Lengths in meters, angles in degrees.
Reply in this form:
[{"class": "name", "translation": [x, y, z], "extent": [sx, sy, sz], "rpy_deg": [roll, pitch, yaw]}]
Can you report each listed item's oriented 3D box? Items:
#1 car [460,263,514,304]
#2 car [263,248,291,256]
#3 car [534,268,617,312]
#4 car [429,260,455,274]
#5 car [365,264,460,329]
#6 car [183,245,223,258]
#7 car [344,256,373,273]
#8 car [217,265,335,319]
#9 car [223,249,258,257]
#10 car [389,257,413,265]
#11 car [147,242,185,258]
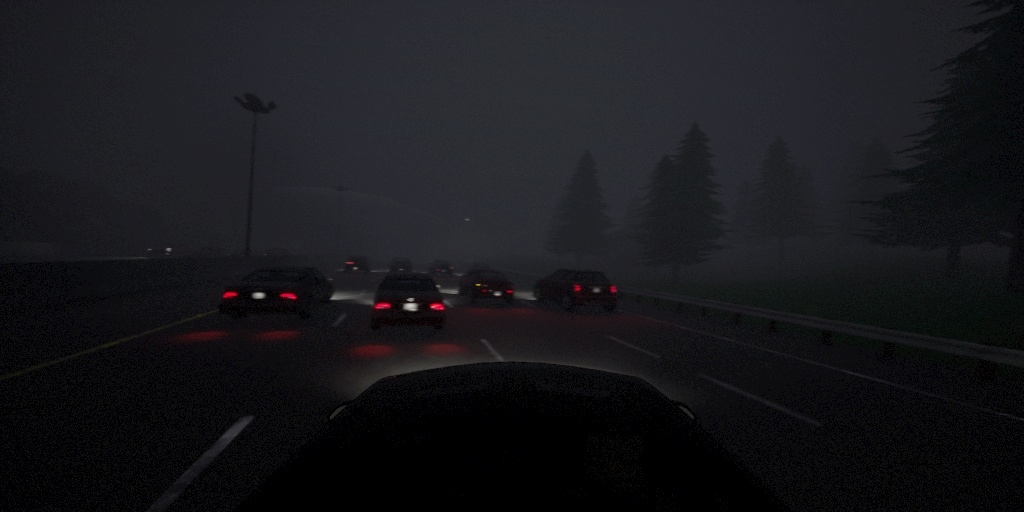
[{"class": "car", "translation": [-1.253, 1.284, 16.413], "extent": [1.812, 1.442, 4.674], "rpy_deg": [3, 0, -18]}, {"class": "car", "translation": [-28.333, -0.261, 43.415], "extent": [1.882, 1.535, 5.008], "rpy_deg": [3, 0, -18]}, {"class": "car", "translation": [2.622, 1.314, 15.808], "extent": [2.097, 1.767, 4.553], "rpy_deg": [3, 0, -17]}, {"class": "car", "translation": [-6.556, 1.088, 33.010], "extent": [1.812, 1.442, 4.674], "rpy_deg": [3, 0, -18]}, {"class": "car", "translation": [-3.068, 1.180, 10.621], "extent": [2.033, 1.411, 5.357], "rpy_deg": [3, 0, -17]}, {"class": "car", "translation": [-35.001, -0.346, 41.271], "extent": [1.837, 1.490, 4.892], "rpy_deg": [3, 0, -18]}, {"class": "car", "translation": [-13.194, 0.702, 30.871], "extent": [1.837, 1.490, 4.892], "rpy_deg": [3, 0, -18]}, {"class": "car", "translation": [-6.850, 0.980, 11.037], "extent": [2.033, 1.411, 5.357], "rpy_deg": [3, 0, -17]}, {"class": "car", "translation": [-31.675, -0.160, 42.342], "extent": [1.812, 1.442, 4.674], "rpy_deg": [3, 0, -18]}, {"class": "car", "translation": [-9.682, 0.879, 31.365], "extent": [2.128, 1.511, 4.902], "rpy_deg": [3, 0, -18]}, {"class": "car", "translation": [-38.327, -0.731, 40.229], "extent": [2.097, 1.767, 4.553], "rpy_deg": [3, 0, -18]}]
